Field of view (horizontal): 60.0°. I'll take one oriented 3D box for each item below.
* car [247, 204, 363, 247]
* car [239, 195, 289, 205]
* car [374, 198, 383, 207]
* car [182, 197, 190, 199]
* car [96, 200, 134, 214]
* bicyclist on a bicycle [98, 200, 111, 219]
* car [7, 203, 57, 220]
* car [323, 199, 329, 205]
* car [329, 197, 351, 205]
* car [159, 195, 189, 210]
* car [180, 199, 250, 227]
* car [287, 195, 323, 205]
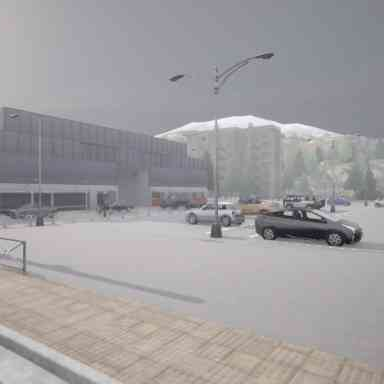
[{"bbox_3d":[5.098,1.490,14.879,4.514,1.523,2.007,0,0,35],"label":"car"},{"bbox_3d":[4.920,1.345,27.366,5.027,1.636,2.152,0,0,35],"label":"car"},{"bbox_3d":[28.863,1.576,48.759,3.806,1.475,1.970,0,0,35],"label":"car"},{"bbox_3d":[1.027,1.777,46.182,1.895,1.301,4.718,0,0,35],"label":"car"},{"bbox_3d":[-8.862,1.668,38.638,2.128,1.511,4.902,0,0,35],"label":"car"},{"bbox_3d":[-7.368,1.477,27.820,1.656,1.620,0.582,0,0,35],"label":"bicyclist on a bicycle"},{"bbox_3d":[-14.615,1.740,30.538,1.994,1.385,4.181,0,0,35],"label":"car"},{"bbox_3d":[13.669,1.289,40.409,4.605,1.855,1.932,0,0,35],"label":"car"},{"bbox_3d":[24.536,1.565,55.484,3.633,1.501,1.845,0,0,35],"label":"car"},{"bbox_3d":[-2.321,1.396,47.818,2.150,2.045,5.566,0,0,35],"label":"car"},{"bbox_3d":[1.469,1.424,21.946,3.806,1.475,1.970,0,0,35],"label":"car"},{"bbox_3d":[12.324,1.269,37.800,3.866,1.878,1.905,0,0,35],"label":"car"}]
